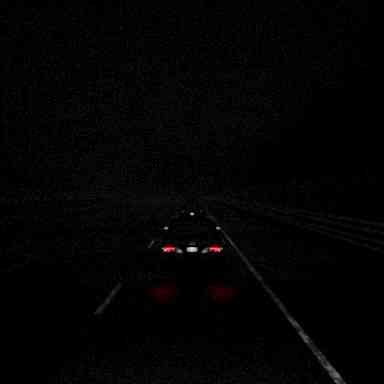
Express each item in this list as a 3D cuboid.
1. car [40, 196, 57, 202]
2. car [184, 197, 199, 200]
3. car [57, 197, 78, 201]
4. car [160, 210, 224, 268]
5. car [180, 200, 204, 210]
[{"bbox_3d":[-24.518,1.553,57.432,1.837,1.490,4.892,0,0,1],"label":"car"},{"bbox_3d":[0.013,1.574,54.478,1.837,1.490,4.892,0,-1,0],"label":"car"},{"bbox_3d":[-21.023,1.576,57.460,1.812,1.442,4.674,0,0,1],"label":"car"},{"bbox_3d":[0.003,1.543,11.179,2.033,1.411,5.357,0,0,0],"label":"car"},{"bbox_3d":[0.007,1.550,26.108,1.994,1.385,4.181,0,0,0],"label":"car"}]
